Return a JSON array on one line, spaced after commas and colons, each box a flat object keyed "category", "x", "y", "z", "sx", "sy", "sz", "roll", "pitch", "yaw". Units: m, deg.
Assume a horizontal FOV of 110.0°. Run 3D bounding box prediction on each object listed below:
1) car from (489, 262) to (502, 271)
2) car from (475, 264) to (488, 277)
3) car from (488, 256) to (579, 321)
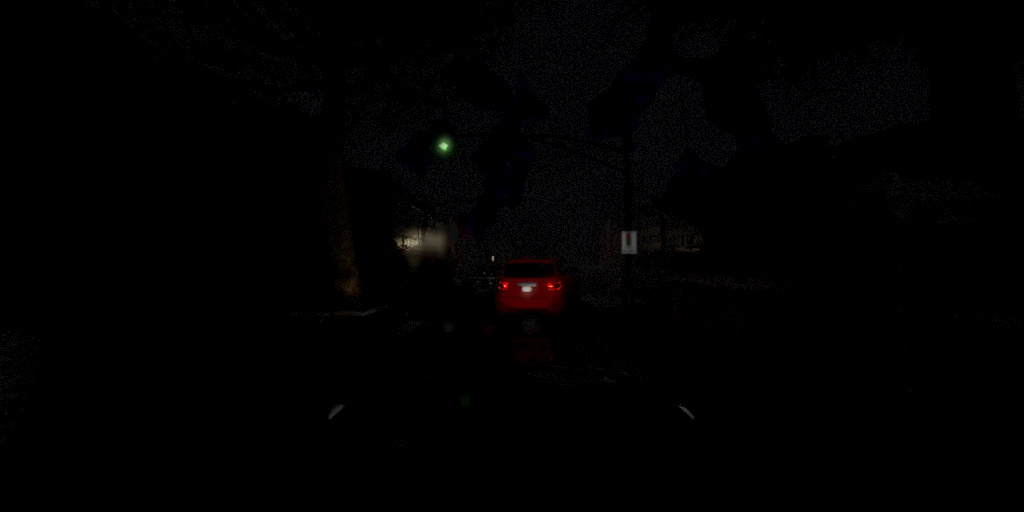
[{"category": "car", "x": -2.785, "y": 1.833, "z": 62.431, "sx": 1.994, "sy": 1.385, "sz": 4.181, "roll": 0, "pitch": -1, "yaw": 1}, {"category": "car", "x": -2.859, "y": 1.599, "z": 39.296, "sx": 1.994, "sy": 1.385, "sz": 4.181, "roll": 0, "pitch": 0, "yaw": 0}, {"category": "car", "x": 1.117, "y": 1.015, "z": 13.150, "sx": 2.150, "sy": 2.045, "sz": 5.566, "roll": -1, "pitch": 1, "yaw": 14}]
